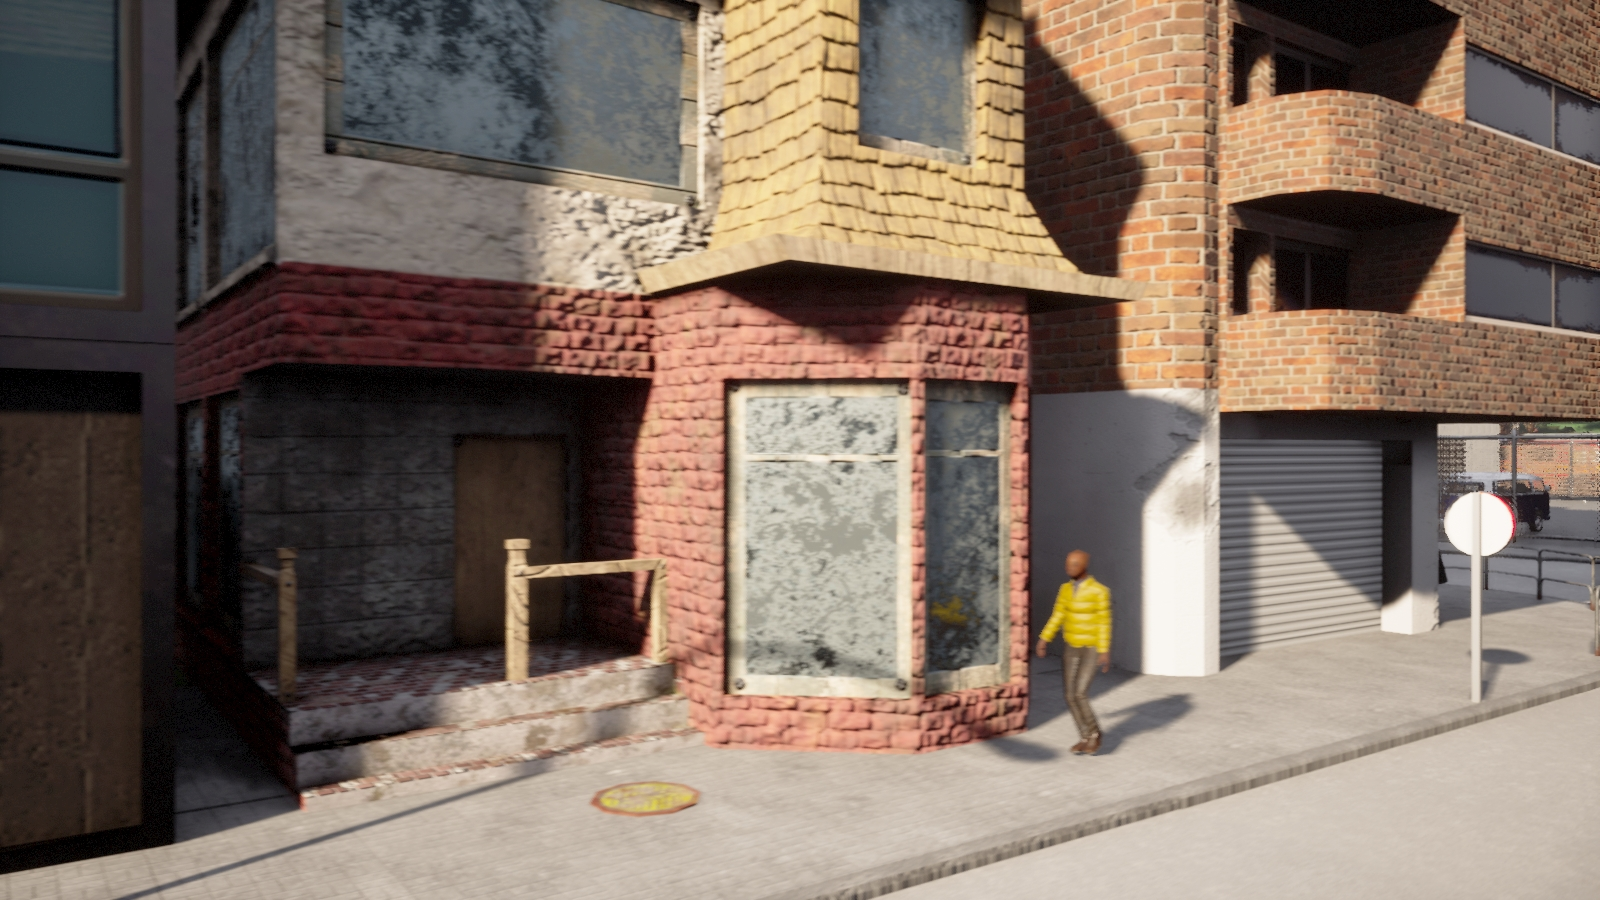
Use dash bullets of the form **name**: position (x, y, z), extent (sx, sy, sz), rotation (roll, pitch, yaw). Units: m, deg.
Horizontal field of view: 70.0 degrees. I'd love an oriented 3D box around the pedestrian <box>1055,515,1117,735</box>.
- **pedestrian**: position (2.524, 1.518, 10.087), extent (0.375, 1.860, 0.375), rotation (0, 0, -36)
